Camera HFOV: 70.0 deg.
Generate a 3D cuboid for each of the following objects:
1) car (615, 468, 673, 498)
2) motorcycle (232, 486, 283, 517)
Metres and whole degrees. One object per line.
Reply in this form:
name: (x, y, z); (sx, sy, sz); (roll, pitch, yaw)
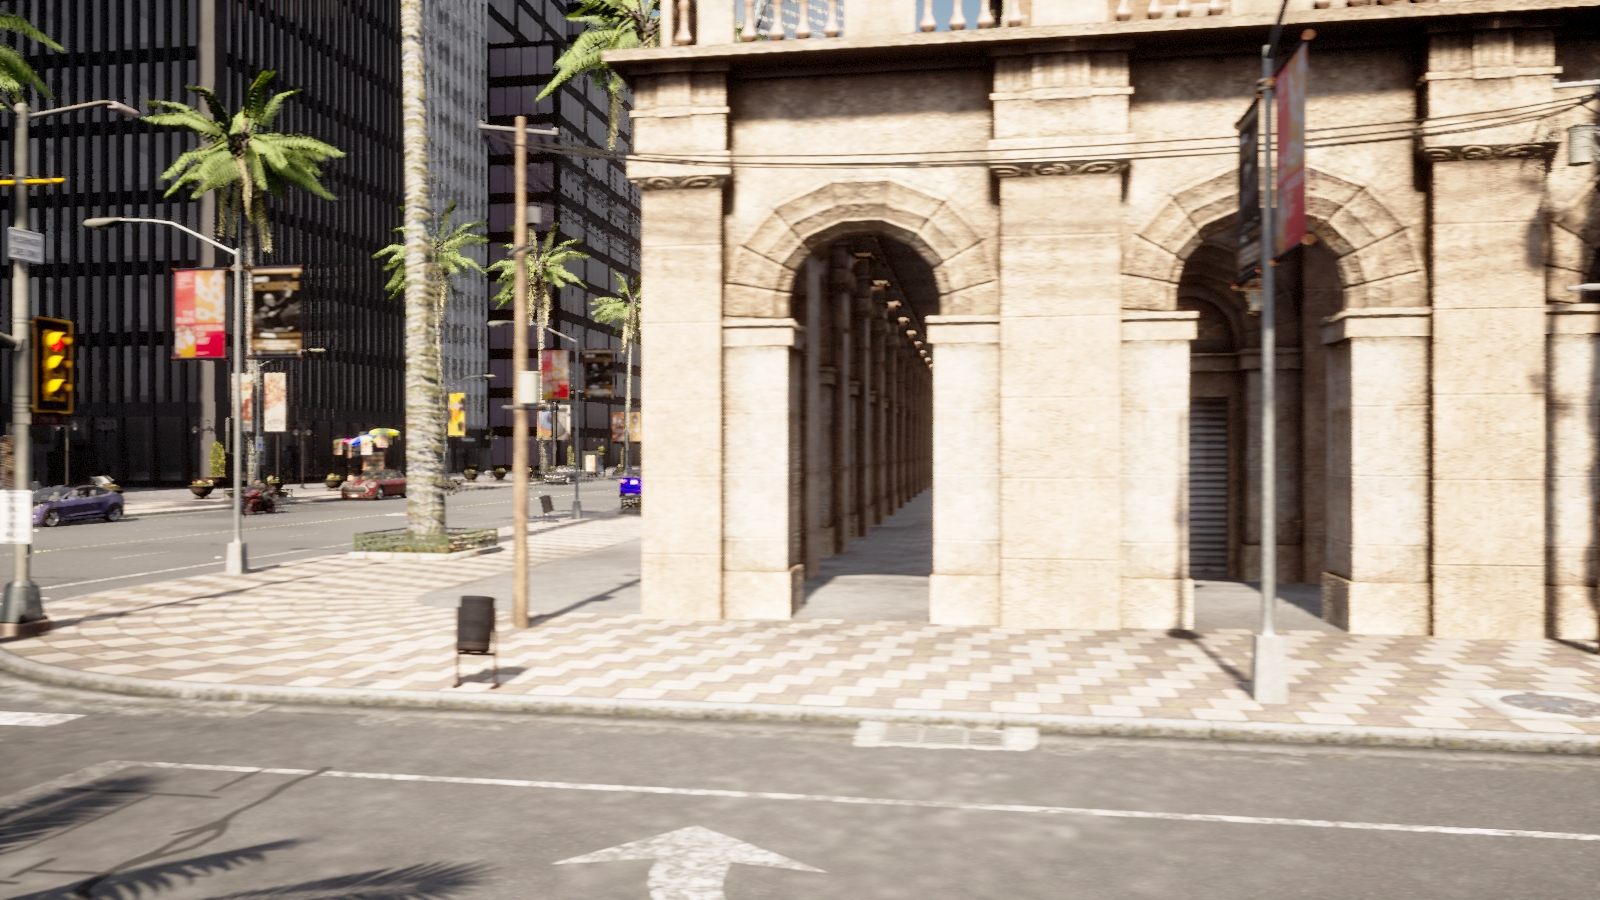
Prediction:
car: (-9.390, 1.959, 69.293); (2.242, 1.667, 4.611); (0, 0, 9)
motorcycle: (-23.326, 2.200, 49.208); (0.867, 1.251, 2.209); (0, 0, 10)
